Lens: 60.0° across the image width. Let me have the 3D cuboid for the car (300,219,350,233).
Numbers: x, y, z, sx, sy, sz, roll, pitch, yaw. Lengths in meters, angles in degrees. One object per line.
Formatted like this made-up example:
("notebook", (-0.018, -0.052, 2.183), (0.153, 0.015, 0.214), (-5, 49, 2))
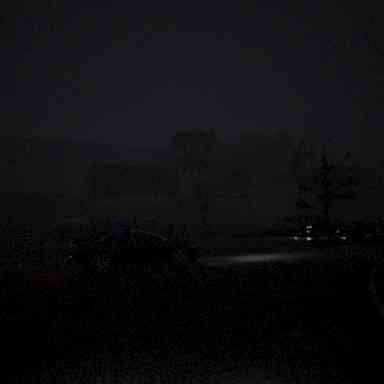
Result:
("car", (15.255, 3.987, 38.379), (2.163, 1.488, 4.792), (4, -8, -43))

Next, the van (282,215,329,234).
("van", (12.607, 3.669, 37.141), (1.878, 1.987, 4.442), (4, -8, -43))

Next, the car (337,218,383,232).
("car", (20.772, 4.060, 40.680), (2.231, 1.521, 4.892), (4, -8, -43))

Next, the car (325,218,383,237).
("car", (14.307, 3.246, 29.329), (4.181, 1.385, 1.994), (1, -6, -24))

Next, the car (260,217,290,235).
("car", (9.912, 3.833, 35.908), (1.946, 1.575, 5.366), (4, -8, -43))

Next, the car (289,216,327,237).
("car", (12.075, 3.280, 31.641), (4.553, 1.767, 2.097), (1, -5, -23))

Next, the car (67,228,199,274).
("car", (-2.144, 2.112, 12.673), (4.902, 1.511, 2.128), (1, -5, -23))

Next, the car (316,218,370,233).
("car", (17.895, 4.020, 39.659), (1.946, 1.575, 5.366), (4, -8, -43))
